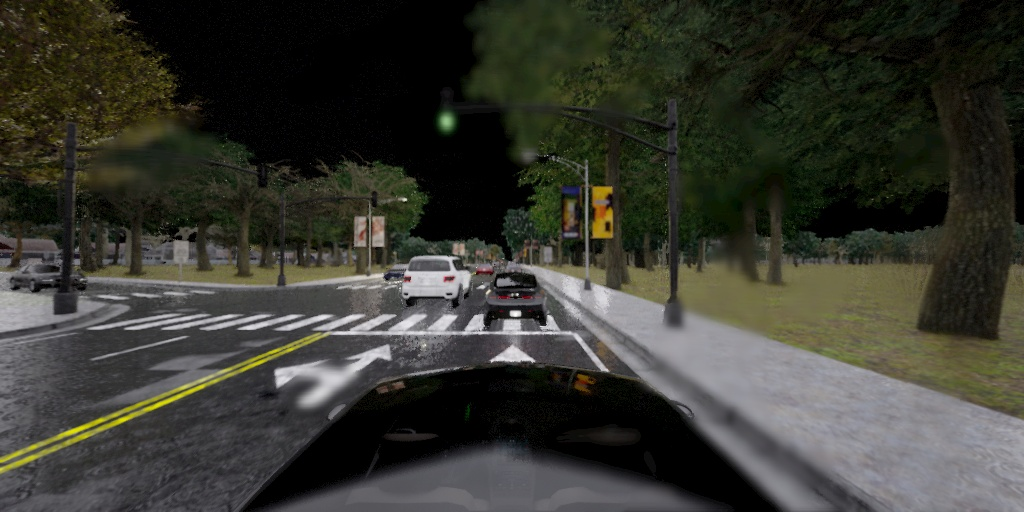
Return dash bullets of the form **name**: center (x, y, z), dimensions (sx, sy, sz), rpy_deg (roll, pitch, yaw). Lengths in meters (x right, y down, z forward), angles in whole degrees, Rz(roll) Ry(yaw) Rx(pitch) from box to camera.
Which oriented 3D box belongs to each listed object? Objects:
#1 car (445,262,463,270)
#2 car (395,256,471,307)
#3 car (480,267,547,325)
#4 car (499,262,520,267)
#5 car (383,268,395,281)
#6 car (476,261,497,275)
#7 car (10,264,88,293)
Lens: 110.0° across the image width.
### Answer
- **car**: center (-9.801, 1.670, 61.197), dimensions (2.033, 1.411, 5.357), rpy_deg (0, -1, 2)
- **car**: center (-3.158, 1.021, 15.995), dimensions (2.150, 2.045, 5.566), rpy_deg (0, 0, 0)
- **car**: center (0.094, 1.287, 11.980), dimensions (1.837, 1.490, 4.892), rpy_deg (0, 0, 0)
- **car**: center (0.081, 1.464, 35.757), dimensions (2.033, 1.411, 5.357), rpy_deg (0, 0, 0)
- **car**: center (-9.864, 1.440, 32.301), dimensions (2.033, 1.411, 5.357), rpy_deg (0, 0, 0)
- **car**: center (-3.174, 1.532, 43.208), dimensions (1.994, 1.385, 4.181), rpy_deg (0, 0, 0)
- **car**: center (-26.067, 1.187, 20.185), dimensions (4.892, 1.490, 1.837), rpy_deg (0, -1, 23)
